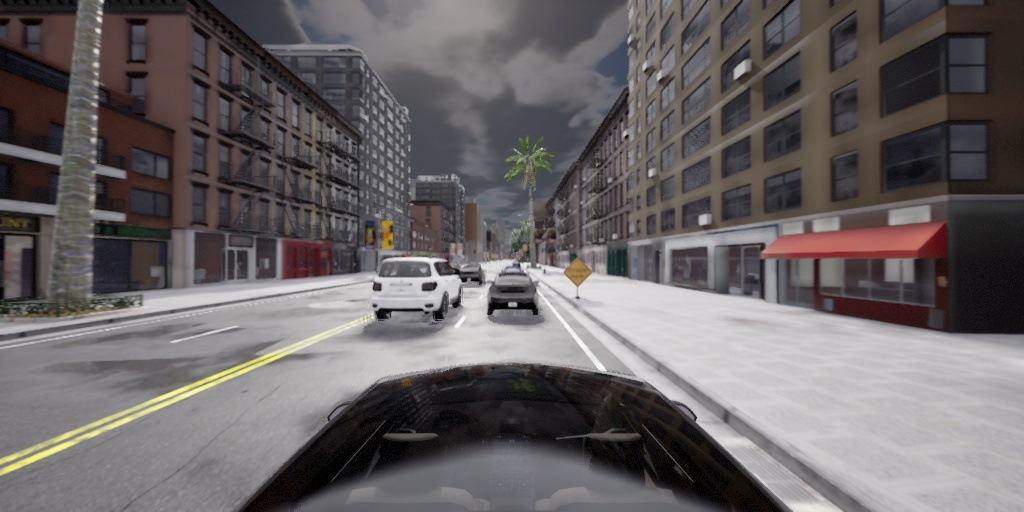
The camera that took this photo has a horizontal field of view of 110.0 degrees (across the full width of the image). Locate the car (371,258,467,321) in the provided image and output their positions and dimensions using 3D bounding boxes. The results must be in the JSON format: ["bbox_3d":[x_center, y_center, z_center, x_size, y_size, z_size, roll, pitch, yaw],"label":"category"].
[{"bbox_3d":[-3.215,1.079,13.137,2.150,2.045,5.566,0,0,0],"label":"car"}]

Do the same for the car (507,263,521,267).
[{"bbox_3d":[0.054,1.558,29.917,1.812,1.442,4.674,0,0,1],"label":"car"}]

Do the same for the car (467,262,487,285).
[{"bbox_3d":[-3.201,1.532,29.297,1.837,1.490,4.892,0,0,1],"label":"car"}]

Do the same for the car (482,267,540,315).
[{"bbox_3d":[0.046,1.373,14.285,1.837,1.490,4.892,0,0,1],"label":"car"}]

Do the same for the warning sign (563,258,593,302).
[{"bbox_3d":[2.852,0.995,15.612,1.300,1.860,1.060,0,0,0],"label":"warning sign"}]

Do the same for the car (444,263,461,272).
[{"bbox_3d":[-9.793,1.855,59.387,1.837,1.490,4.892,0,-1,1],"label":"car"}]
